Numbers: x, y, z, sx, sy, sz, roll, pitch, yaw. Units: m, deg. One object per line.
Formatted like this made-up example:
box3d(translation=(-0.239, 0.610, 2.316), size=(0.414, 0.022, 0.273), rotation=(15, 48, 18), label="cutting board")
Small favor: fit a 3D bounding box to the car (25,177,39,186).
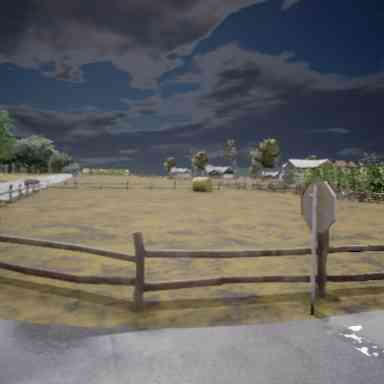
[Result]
box3d(translation=(-28.005, -1.841, 58.380), size=(2.128, 1.511, 4.902), rotation=(0, 3, -17), label="car")
